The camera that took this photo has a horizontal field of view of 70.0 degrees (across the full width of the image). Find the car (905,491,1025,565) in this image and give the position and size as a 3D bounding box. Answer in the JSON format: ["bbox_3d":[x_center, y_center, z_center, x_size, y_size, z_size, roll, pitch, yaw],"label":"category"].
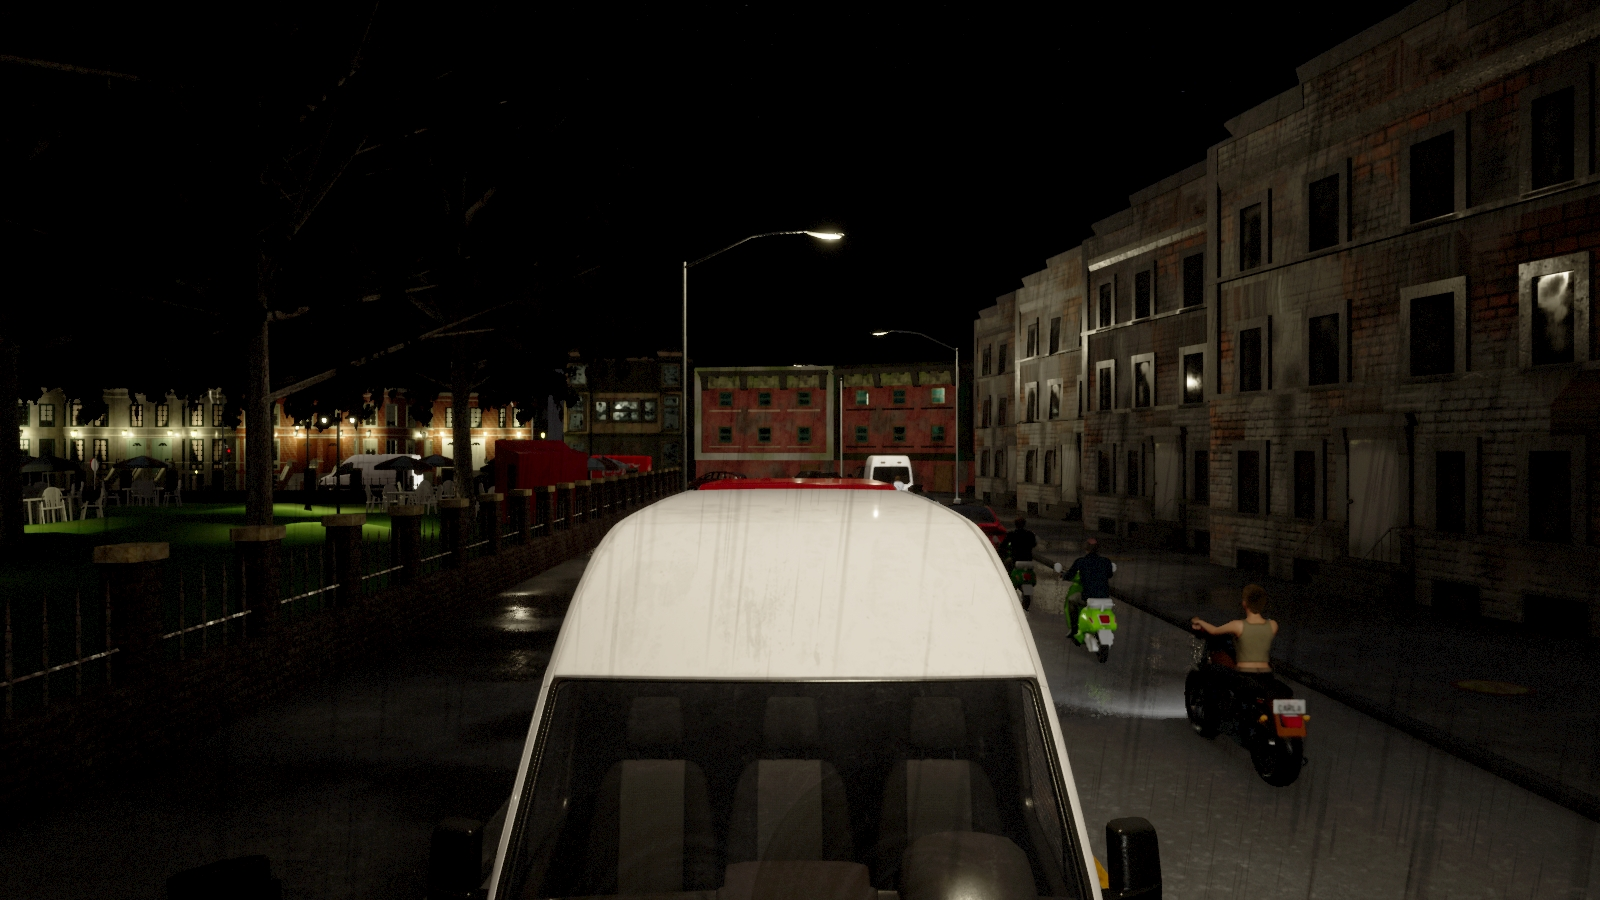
[{"bbox_3d":[3.916,1.841,28.054,2.231,1.480,4.892,0,0,0],"label":"car"}]

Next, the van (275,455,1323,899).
[{"bbox_3d":[-0.006,1.314,5.127,1.988,2.561,5.915,0,0,0],"label":"van"}]

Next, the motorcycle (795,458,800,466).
[{"bbox_3d":[-0.383,1.962,183.159,0.856,1.236,1.805,0,0,0],"label":"motorcycle"}]
